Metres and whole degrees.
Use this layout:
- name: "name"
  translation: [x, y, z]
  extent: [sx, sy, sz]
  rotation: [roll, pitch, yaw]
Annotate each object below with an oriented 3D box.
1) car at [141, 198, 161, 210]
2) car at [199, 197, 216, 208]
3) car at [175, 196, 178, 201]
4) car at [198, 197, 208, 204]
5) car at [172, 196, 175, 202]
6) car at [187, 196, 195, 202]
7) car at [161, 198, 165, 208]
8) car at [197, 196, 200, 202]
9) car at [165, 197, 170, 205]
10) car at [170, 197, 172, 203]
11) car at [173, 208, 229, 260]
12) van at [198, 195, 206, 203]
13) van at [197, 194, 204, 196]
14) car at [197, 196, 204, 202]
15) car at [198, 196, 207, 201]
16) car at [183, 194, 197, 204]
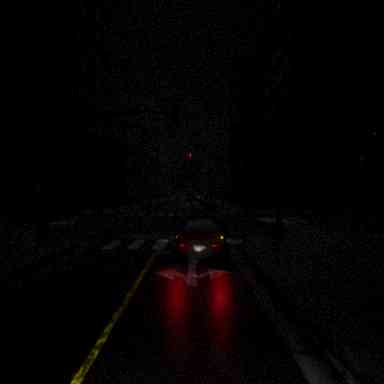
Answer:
- name: "car"
  translation: [-5.682, 1.619, 45.181]
  extent: [1.967, 1.590, 4.097]
  rotation: [0, 0, 0]
- name: "car"
  translation: [2.343, 1.745, 45.169]
  extent: [1.947, 1.339, 4.313]
  rotation: [0, 0, 0]
- name: "car"
  translation: [-5.624, 1.968, 89.266]
  extent: [2.008, 1.369, 4.403]
  rotation: [0, 0, 0]
- name: "car"
  translation: [2.379, 1.871, 72.723]
  extent: [2.008, 1.369, 4.403]
  rotation: [0, 0, 0]
- name: "car"
  translation: [-5.638, 1.792, 78.245]
  extent: [1.967, 1.590, 4.097]
  rotation: [0, 0, 0]
- name: "car"
  translation: [-0.244, 1.733, 82.705]
  extent: [1.812, 1.442, 4.674]
  rotation: [0, 0, 0]
- name: "car"
  translation: [-5.674, 1.645, 50.692]
  extent: [1.967, 1.590, 4.097]
  rotation: [0, 0, 0]
- name: "car"
  translation: [2.365, 1.826, 61.702]
  extent: [1.947, 1.339, 4.313]
  rotation: [0, 0, 0]
- name: "car"
  translation: [-5.660, 1.842, 61.712]
  extent: [1.802, 1.307, 4.206]
  rotation: [0, 0, 0]
- name: "car"
  translation: [-5.653, 1.840, 67.223]
  extent: [2.008, 1.369, 4.403]
  rotation: [0, 0, 0]
- name: "car"
  translation: [0.405, 1.564, 12.538]
  extent: [1.812, 1.442, 4.674]
  rotation: [0, 0, 5]
- name: "van"
  translation: [2.387, 1.693, 78.235]
  extent: [1.690, 1.788, 3.998]
  rotation: [0, 0, 0]
- name: "van"
  translation: [2.372, 1.631, 67.213]
  extent: [1.690, 1.788, 3.998]
  rotation: [0, 0, 0]
- name: "car"
  translation: [2.409, 1.890, 94.767]
  extent: [1.967, 1.590, 4.097]
  rotation: [0, 0, 0]
- name: "car"
  translation: [2.358, 1.814, 56.192]
  extent: [1.802, 1.307, 4.206]
  rotation: [0, 0, 0]
- name: "car"
  translation: [-0.258, 1.535, 72.351]
  extent: [2.150, 2.045, 5.566]
  rotation: [0, 0, 0]
